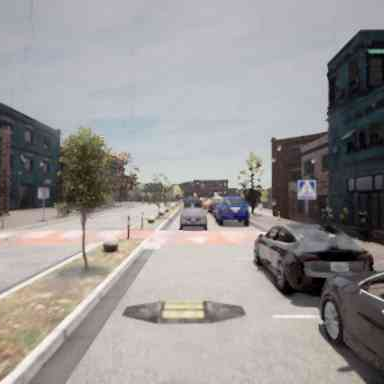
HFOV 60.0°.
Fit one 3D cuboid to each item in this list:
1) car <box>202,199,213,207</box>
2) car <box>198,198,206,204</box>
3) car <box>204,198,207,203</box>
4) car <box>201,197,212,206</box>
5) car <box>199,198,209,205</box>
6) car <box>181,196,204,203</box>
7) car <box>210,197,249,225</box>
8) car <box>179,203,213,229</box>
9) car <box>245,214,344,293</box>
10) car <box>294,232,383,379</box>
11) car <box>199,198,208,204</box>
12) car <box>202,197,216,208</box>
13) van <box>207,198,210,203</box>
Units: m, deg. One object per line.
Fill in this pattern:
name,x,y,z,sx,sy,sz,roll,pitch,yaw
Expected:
car,2.963,2.097,64.273,2.002,1.452,4.674,0,-1,0
car,2.828,2.496,91.771,2.002,1.452,4.674,0,-1,-1
car,2.969,1.794,53.079,2.185,1.767,4.553,0,-1,0
car,2.961,2.001,69.768,2.185,1.767,4.553,0,-1,0
car,2.955,2.270,80.707,2.231,1.521,4.892,0,-1,0
car,0.075,1.530,41.039,2.150,2.045,5.566,0,0,0
car,2.985,1.406,25.536,2.435,2.045,5.566,0,0,0
car,0.090,1.726,22.737,2.033,1.411,5.357,0,0,0
car,2.993,1.576,9.094,2.163,1.488,4.792,0,0,0
car,2.996,1.509,3.536,2.231,1.521,4.892,0,0,0
car,2.943,2.354,86.226,2.231,1.521,4.892,0,-1,0
car,2.967,1.860,58.599,2.185,1.767,4.553,0,-1,0
van,2.979,1.522,36.666,1.878,1.987,4.442,0,0,0
